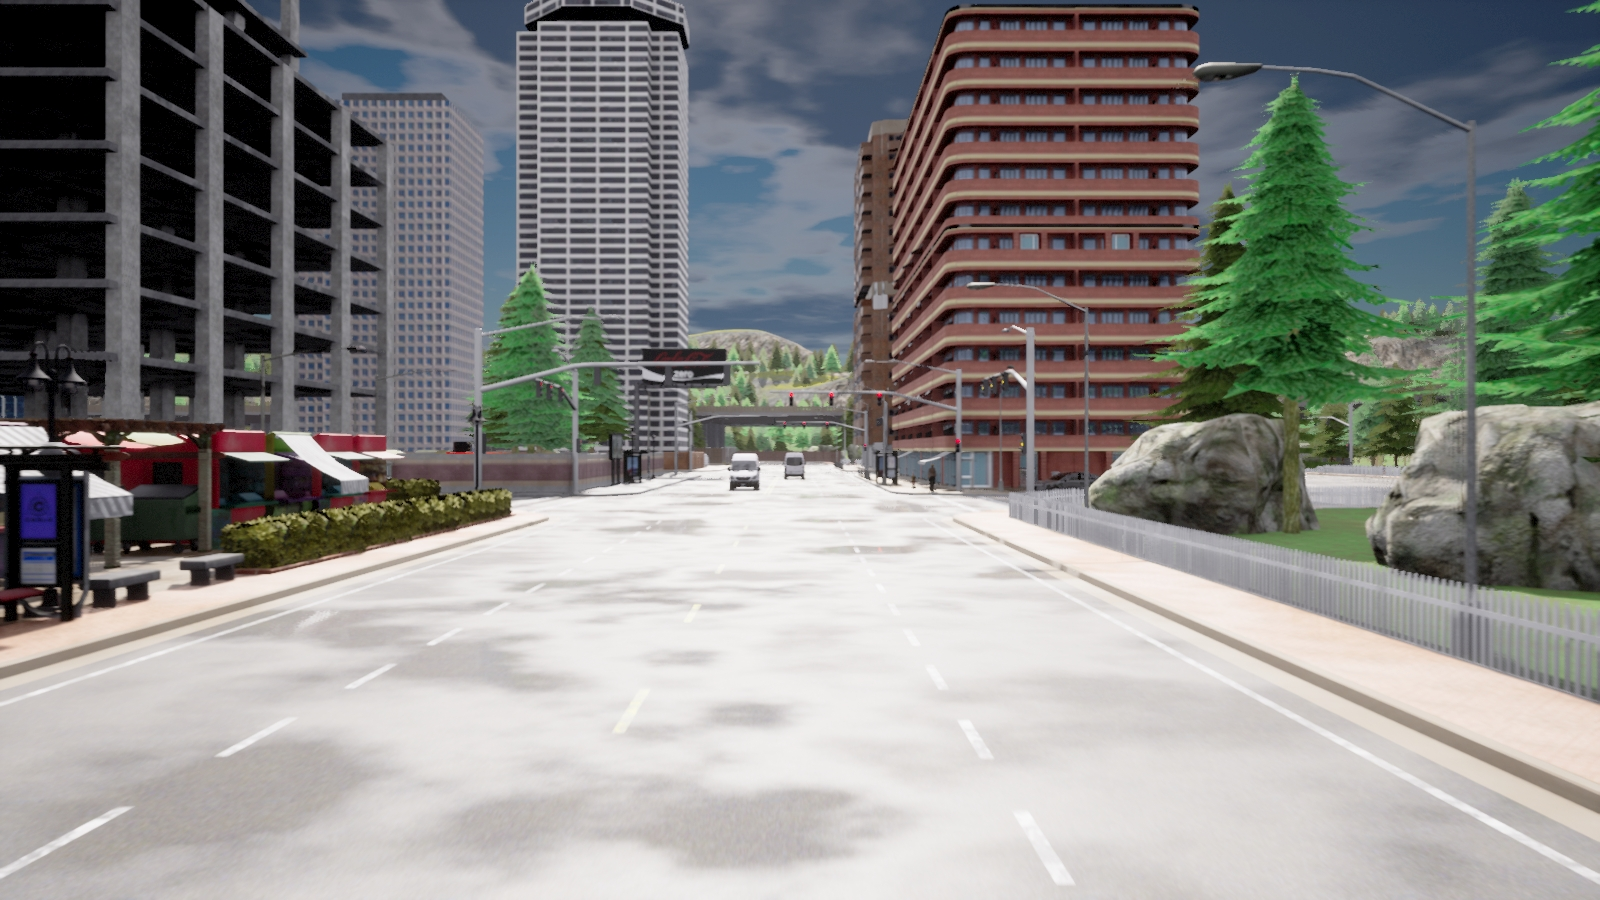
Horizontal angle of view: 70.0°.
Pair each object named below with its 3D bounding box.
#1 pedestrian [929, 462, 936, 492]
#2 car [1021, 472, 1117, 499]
[{"bbox_3d":[8.126,1.671,70.148,0.375,1.860,0.375,0,0,-3],"label":"pedestrian"},{"bbox_3d":[15.346,2.004,65.264,4.892,1.480,2.231,0,0,-19],"label":"car"}]
